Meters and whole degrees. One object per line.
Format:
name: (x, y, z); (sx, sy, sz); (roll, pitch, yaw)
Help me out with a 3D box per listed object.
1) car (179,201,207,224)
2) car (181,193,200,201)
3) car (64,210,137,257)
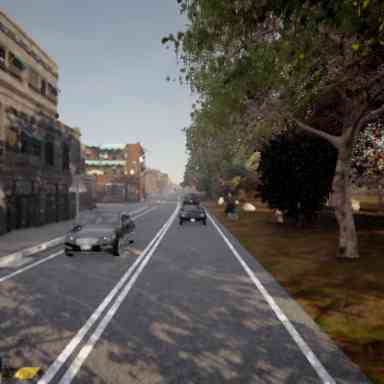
car: (0.042, 1.590, 24.473); (1.895, 1.301, 4.718); (0, 0, 0)
car: (-0.156, 1.173, 42.751); (2.150, 2.045, 5.566); (0, 0, -1)
car: (-3.370, 1.489, 13.017); (2.128, 1.511, 4.902); (0, 0, 0)
